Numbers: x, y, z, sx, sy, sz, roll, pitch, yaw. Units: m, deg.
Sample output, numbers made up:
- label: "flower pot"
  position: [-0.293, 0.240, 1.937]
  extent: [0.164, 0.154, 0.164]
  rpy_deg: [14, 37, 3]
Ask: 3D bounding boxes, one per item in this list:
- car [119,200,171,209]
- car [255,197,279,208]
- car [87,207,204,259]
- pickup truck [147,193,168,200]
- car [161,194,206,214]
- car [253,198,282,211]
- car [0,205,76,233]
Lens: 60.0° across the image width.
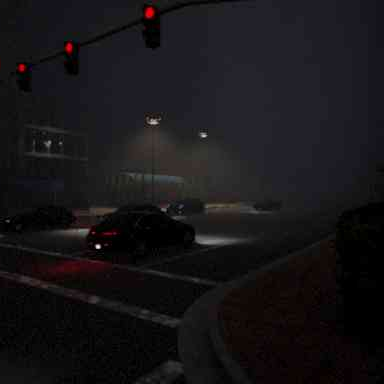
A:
- label: "car"
  position: [-3.861, 1.537, 22.209]
  extent: [1.837, 1.490, 4.892]
  rpy_deg: [0, 0, 35]
- label: "car"
  position: [11.298, 1.571, 49.682]
  extent: [1.812, 1.442, 4.674]
  rpy_deg: [0, 0, 35]
- label: "car"
  position: [-1.733, 1.523, 12.863]
  extent: [1.837, 1.490, 4.892]
  rpy_deg: [-2, -1, 33]
- label: "pickup truck"
  position: [-4.697, 1.128, 49.746]
  extent: [6.274, 2.098, 2.390]
  rpy_deg: [0, 0, -24]
- label: "car"
  position: [-0.573, 1.392, 32.966]
  extent: [2.097, 1.767, 4.553]
  rpy_deg: [0, 0, 35]
- label: "car"
  position: [9.369, 1.582, 40.979]
  extent: [2.033, 1.411, 5.357]
  rpy_deg: [0, 0, 35]
- label: "car"
  position: [-9.419, 1.566, 20.380]
  extent: [1.812, 1.442, 4.674]
  rpy_deg: [0, 0, 35]
